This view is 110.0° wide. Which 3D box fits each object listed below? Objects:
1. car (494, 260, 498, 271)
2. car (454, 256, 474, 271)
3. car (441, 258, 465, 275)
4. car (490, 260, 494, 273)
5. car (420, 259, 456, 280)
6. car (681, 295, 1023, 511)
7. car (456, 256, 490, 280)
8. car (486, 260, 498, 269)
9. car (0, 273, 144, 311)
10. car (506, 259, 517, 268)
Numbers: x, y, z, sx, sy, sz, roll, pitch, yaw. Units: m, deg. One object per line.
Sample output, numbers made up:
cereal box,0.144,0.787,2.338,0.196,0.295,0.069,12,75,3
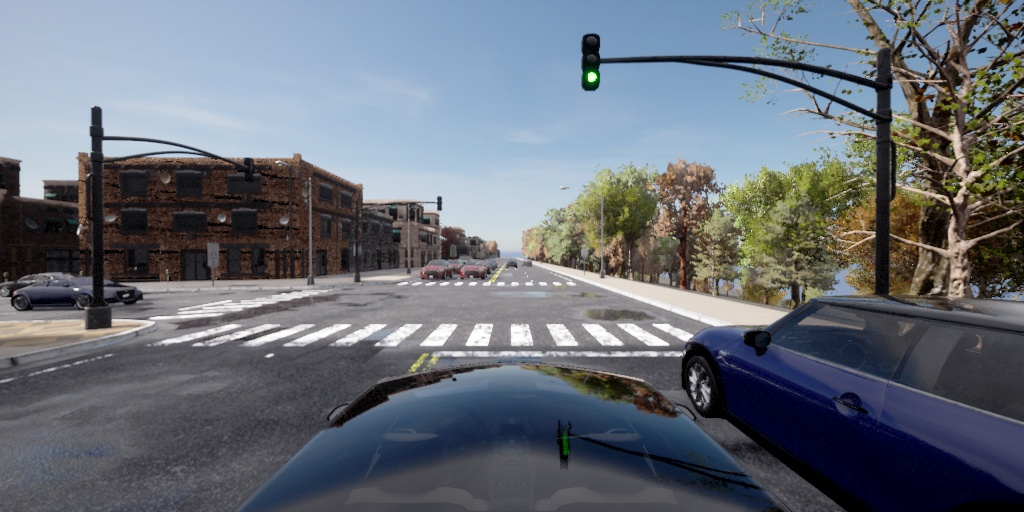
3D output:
car,-3.432,1.406,51.282,1.994,1.385,4.181,0,0,1
car,-6.691,1.065,51.041,2.150,2.045,5.566,0,0,0
car,-6.660,1.174,41.005,2.097,1.767,4.553,0,0,0
car,-3.411,1.300,41.284,1.882,1.535,5.008,0,0,0
car,-6.696,1.157,32.201,2.097,1.767,4.553,0,0,2
car,3.350,1.104,3.048,2.097,1.767,4.553,0,0,0
car,-3.382,1.158,32.187,2.097,1.767,4.553,0,0,0
car,-3.441,1.366,61.597,1.837,1.490,4.892,0,0,0
car,-19.351,1.632,16.078,4.181,1.385,1.994,-1,0,-1
car,-0.029,1.367,61.946,1.837,1.490,4.892,0,0,0
